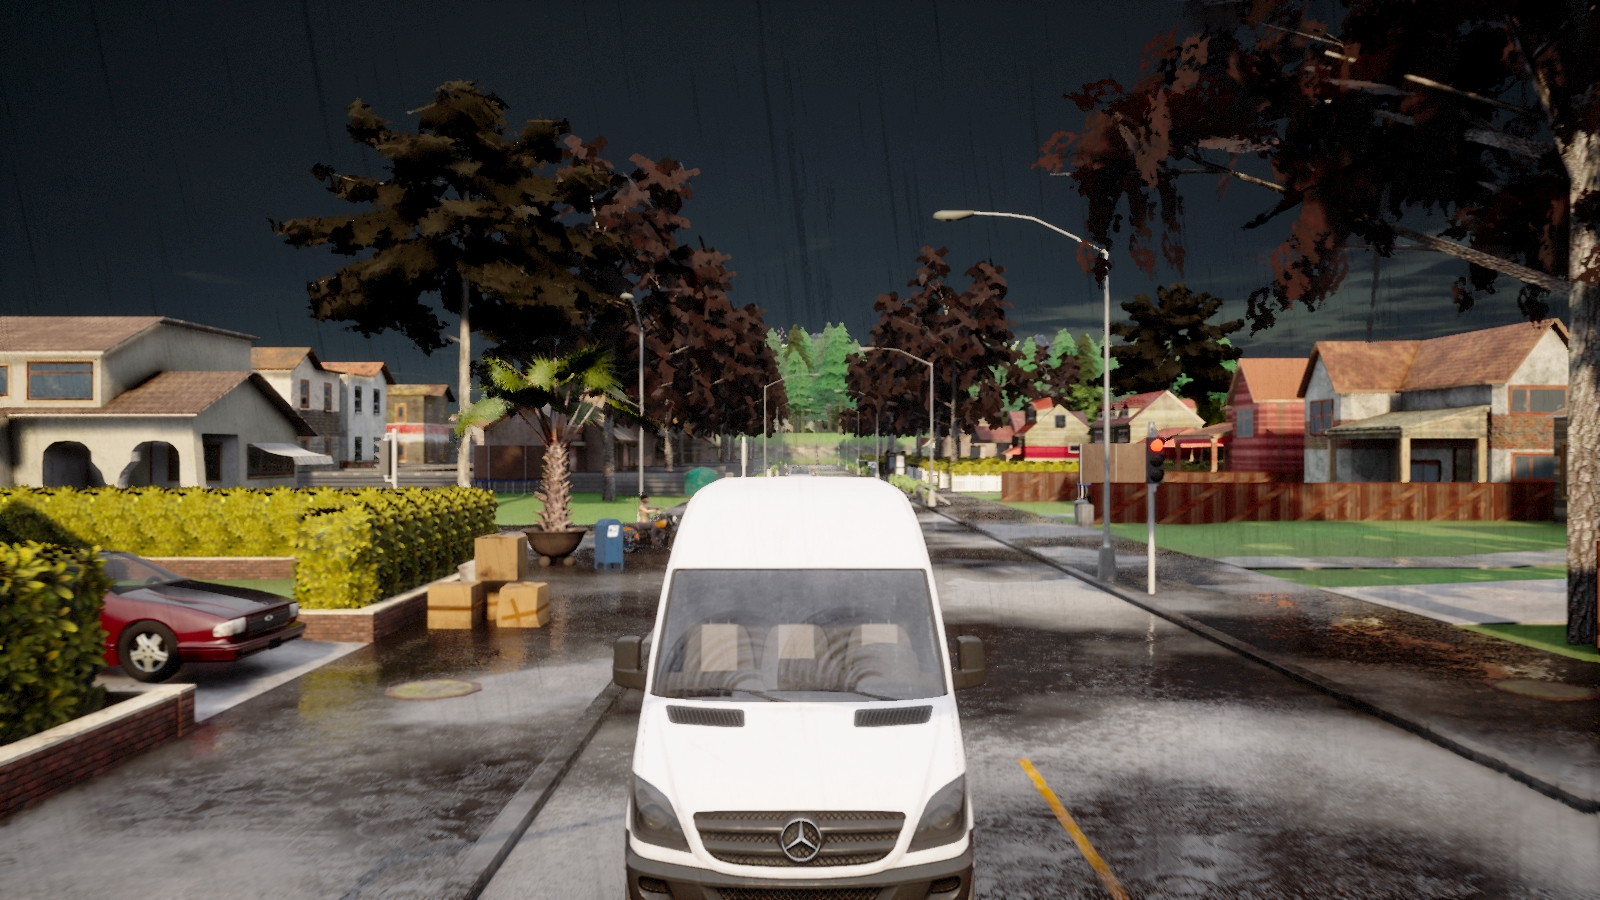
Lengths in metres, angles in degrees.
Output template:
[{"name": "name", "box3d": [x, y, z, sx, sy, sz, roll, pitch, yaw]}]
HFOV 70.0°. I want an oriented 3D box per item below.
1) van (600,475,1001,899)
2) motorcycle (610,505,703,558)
[{"name": "van", "box3d": [0.003, 1.533, 8.618, 1.988, 2.561, 5.915, 0, 0, 0]}, {"name": "motorcycle", "box3d": [-3.816, 2.151, 30.457, 2.356, 1.307, 0.764, 0, 1, 17]}]
